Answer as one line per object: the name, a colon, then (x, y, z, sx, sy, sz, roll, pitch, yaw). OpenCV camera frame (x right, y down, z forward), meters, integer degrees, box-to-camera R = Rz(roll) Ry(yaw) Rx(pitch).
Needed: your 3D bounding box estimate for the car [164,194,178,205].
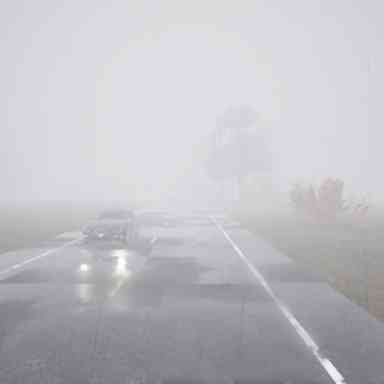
car: (-3.543, 1.219, 57.144, 2.097, 1.767, 4.553, 0, 0, 1)

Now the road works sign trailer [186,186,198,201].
road works sign trailer: (0.004, 0.299, 77.861, 2.380, 3.560, 2.880, 0, 0, 0)

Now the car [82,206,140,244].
car: (-3.600, 1.463, 15.556, 1.837, 1.490, 4.892, 0, 0, 0)
